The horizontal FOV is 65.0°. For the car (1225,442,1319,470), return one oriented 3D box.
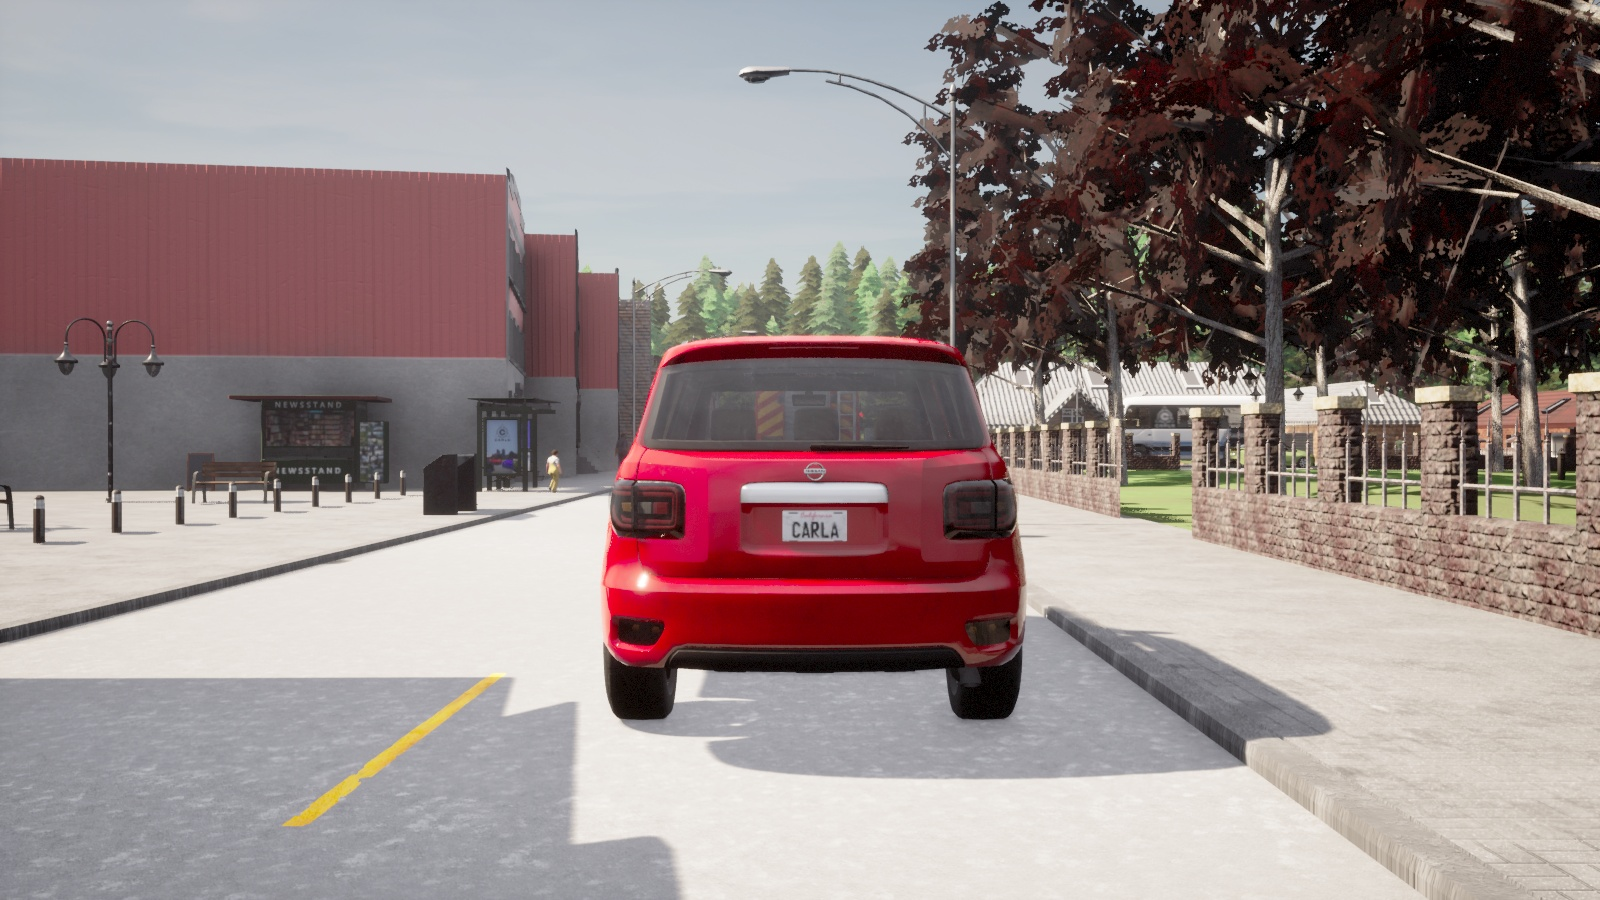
[{"bbox_3d":[26.317,0.319,70.087,4.514,1.525,2.007,0,0,-1],"label":"car"}]

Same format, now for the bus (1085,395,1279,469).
[{"bbox_3d":[22.428,-1.031,74.187,10.273,4.253,3.944,0,0,0],"label":"bus"}]

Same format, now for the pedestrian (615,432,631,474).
[{"bbox_3d":[-7.757,0.134,55.095,0.540,1.848,0.694,0,0,3],"label":"pedestrian"}]

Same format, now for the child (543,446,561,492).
[{"bbox_3d":[-6.937,0.532,35.129,0.270,1.263,0.437,0,0,24],"label":"child"}]

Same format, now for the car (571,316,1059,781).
[{"bbox_3d":[0.065,0.419,8.312,2.150,2.045,5.566,0,0,0],"label":"car"}]
